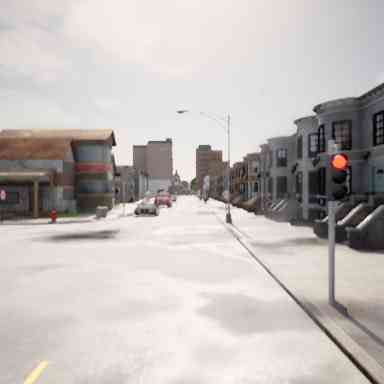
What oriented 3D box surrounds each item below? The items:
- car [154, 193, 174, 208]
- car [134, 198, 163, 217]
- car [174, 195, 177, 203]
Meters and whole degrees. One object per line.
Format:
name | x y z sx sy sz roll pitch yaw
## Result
car | -4.098 1.180 47.314 2.150 2.045 5.566 0 0 0
car | -4.122 1.535 31.090 1.994 1.385 4.181 0 0 1
car | -3.998 1.449 67.120 1.837 1.490 4.892 0 0 0
